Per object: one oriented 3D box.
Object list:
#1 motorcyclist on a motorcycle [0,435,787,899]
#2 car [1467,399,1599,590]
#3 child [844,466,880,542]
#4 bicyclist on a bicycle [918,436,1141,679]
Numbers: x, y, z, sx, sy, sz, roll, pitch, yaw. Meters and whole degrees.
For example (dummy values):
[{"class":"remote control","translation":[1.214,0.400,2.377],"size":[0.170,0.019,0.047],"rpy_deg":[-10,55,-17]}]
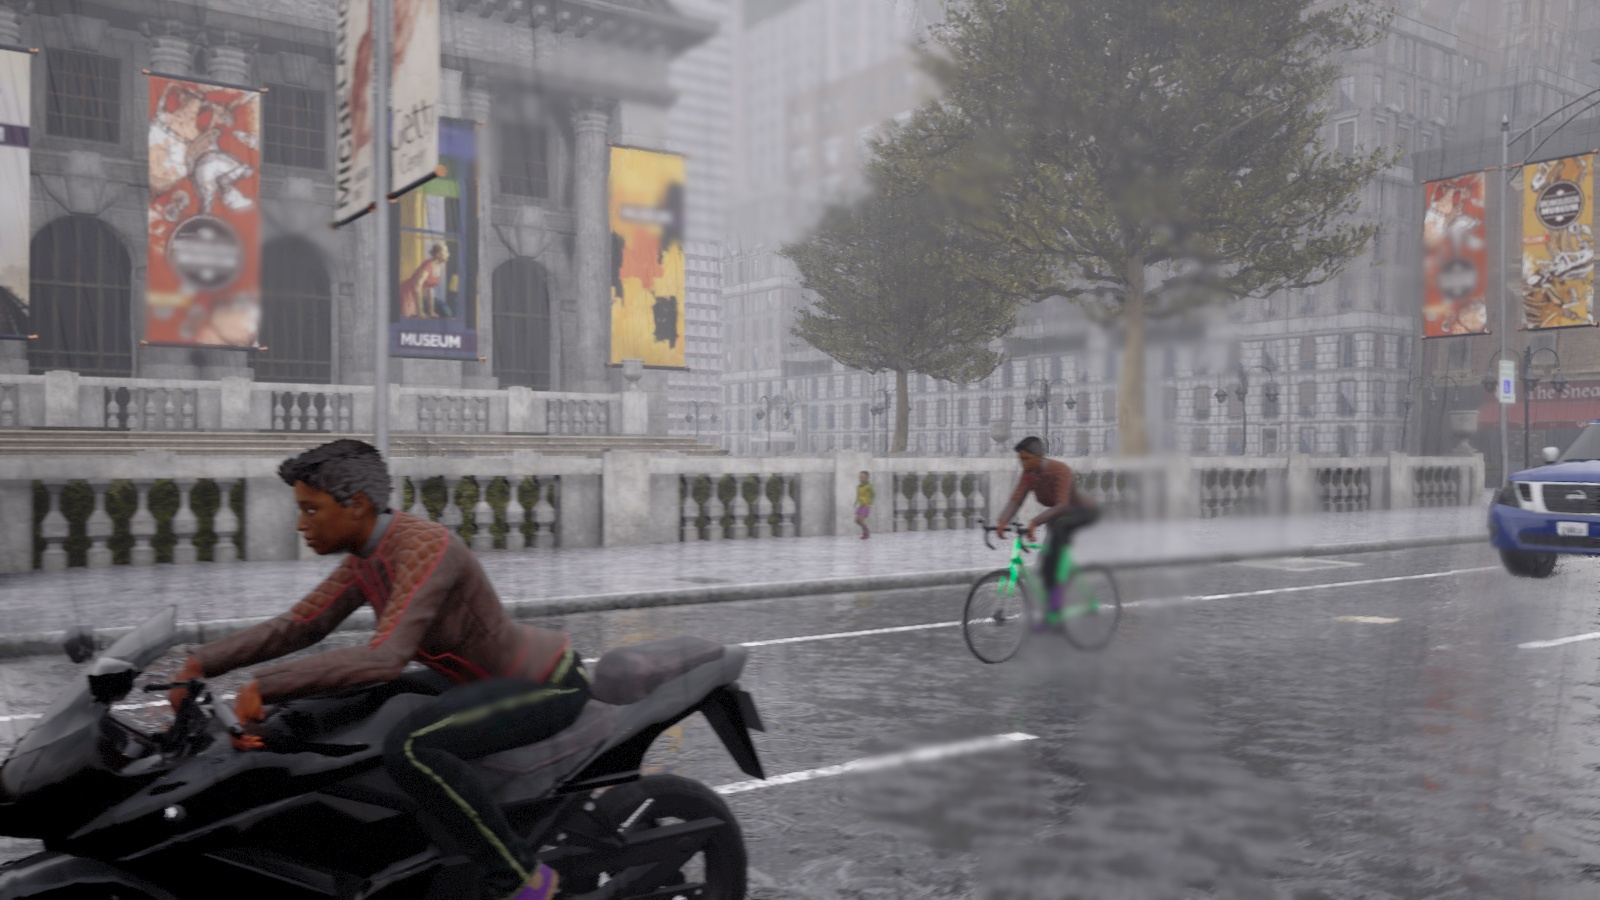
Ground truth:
[{"class":"motorcyclist on a motorcycle","translation":[-1.099,0.736,2.895],"size":[2.044,1.523,0.797],"rpy_deg":[0,0,-35]},{"class":"car","translation":[10.676,0.478,15.352],"size":[5.566,2.045,2.150],"rpy_deg":[0,0,-35]},{"class":"child","translation":[0.961,0.827,19.419],"size":[0.473,1.160,0.299],"rpy_deg":[0,0,-40]},{"class":"bicyclist on a bicycle","translation":[1.685,0.716,9.111],"size":[1.656,1.620,0.582],"rpy_deg":[-1,0,-35]}]
